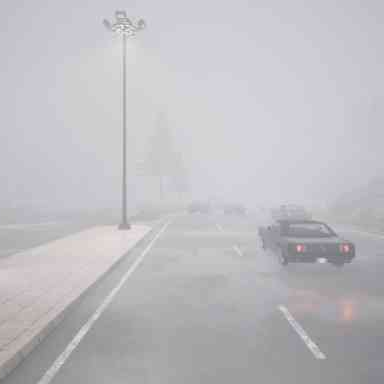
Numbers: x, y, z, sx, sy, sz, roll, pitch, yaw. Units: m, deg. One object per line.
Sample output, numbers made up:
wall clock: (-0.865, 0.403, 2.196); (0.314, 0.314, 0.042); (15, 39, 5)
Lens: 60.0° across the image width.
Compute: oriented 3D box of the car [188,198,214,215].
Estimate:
car: (0.859, 1.601, 34.319); (1.895, 1.301, 4.718); (0, 0, 8)

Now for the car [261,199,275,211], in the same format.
car: (9.253, 1.526, 39.818); (1.812, 1.442, 4.674); (0, 0, 15)

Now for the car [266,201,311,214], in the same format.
car: (7.148, 1.601, 24.556); (1.895, 1.301, 4.718); (0, 0, 1)

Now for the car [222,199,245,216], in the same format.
car: (4.134, 1.601, 32.751); (1.895, 1.301, 4.718); (0, 0, 6)

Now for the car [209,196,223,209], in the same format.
car: (3.275, 1.352, 44.321); (2.097, 1.767, 4.553); (0, 0, 16)

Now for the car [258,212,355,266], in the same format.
car: (3.600, 1.601, 11.451); (1.895, 1.301, 4.718); (0, 0, 0)
